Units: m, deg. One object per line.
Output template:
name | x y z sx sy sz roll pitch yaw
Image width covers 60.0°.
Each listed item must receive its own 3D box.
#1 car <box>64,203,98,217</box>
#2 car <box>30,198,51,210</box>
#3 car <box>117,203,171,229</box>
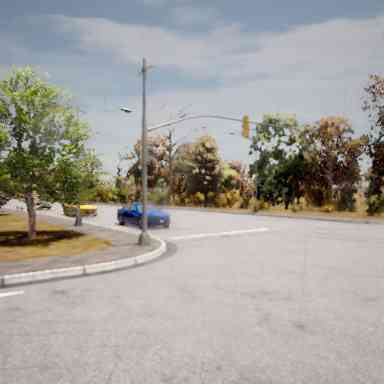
car | -10.478 1.493 31.326 1.882 1.535 5.008 0 0 -38
car | -19.723 1.665 43.139 1.895 1.301 4.718 0 0 -38
car | -3.256 1.486 21.892 1.882 1.535 5.008 0 0 -36
